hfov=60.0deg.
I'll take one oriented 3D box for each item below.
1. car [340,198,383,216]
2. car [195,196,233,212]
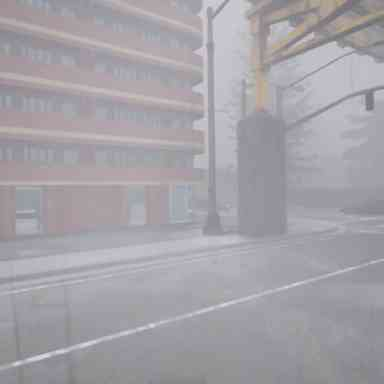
[{"bbox_3d":[13.862,1.128,24.524,2.033,1.411,5.357,-1,1,-37],"label":"car"},{"bbox_3d":[2.128,1.175,34.382,2.128,1.511,4.902,-1,1,-35],"label":"car"}]
